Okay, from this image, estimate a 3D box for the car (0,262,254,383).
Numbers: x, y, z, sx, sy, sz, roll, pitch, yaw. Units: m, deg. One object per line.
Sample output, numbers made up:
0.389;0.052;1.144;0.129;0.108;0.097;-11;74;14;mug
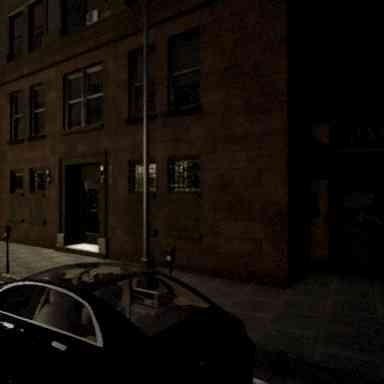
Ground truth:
-1.424;1.568;4.095;4.403;1.369;2.008;0;0;36;car
